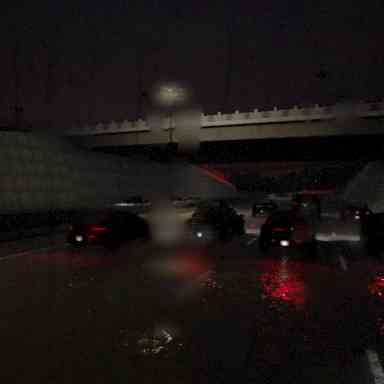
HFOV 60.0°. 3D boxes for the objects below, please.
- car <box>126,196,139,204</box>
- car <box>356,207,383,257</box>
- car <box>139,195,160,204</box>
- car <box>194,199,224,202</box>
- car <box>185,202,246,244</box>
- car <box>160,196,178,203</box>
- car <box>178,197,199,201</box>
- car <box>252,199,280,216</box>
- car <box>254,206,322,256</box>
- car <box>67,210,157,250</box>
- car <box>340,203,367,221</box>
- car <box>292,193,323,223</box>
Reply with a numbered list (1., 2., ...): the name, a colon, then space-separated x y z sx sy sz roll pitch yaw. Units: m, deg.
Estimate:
1. car: -9.471 1.338 56.336 1.994 1.385 4.181 0 0 22
2. car: 7.426 1.485 12.331 1.812 1.442 4.674 0 0 22
3. car: -6.262 1.259 54.949 1.882 1.535 5.008 0 0 21
4. car: 2.057 1.442 27.610 2.033 1.411 5.357 0 0 22
5. car: 1.224 1.446 15.683 1.837 1.490 4.892 0 1 22
6. car: -2.922 1.353 53.885 1.994 1.385 4.181 0 0 21
7. car: -0.025 1.401 51.690 1.895 1.301 4.718 0 0 21
8. car: 6.696 1.383 29.829 2.128 1.511 4.902 0 0 22
9. car: 3.910 1.452 12.967 1.837 1.490 4.892 0 -1 22
10. car: -3.184 1.468 14.048 1.812 1.442 4.674 0 0 22
11. car: 12.690 1.512 25.948 1.895 1.301 4.718 0 0 22
12. car: 9.563 1.125 27.553 2.150 2.045 5.566 0 1 21
